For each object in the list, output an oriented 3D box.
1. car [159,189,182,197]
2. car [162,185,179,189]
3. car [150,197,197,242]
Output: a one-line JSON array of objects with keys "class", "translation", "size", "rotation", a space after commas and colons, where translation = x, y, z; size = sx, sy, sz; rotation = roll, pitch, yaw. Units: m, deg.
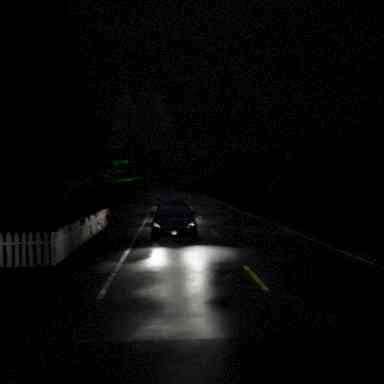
[{"class": "car", "translation": [-1.542, 0.838, 24.895], "size": [1.882, 1.535, 5.008], "rotation": [-1, 2, -4]}, {"class": "car", "translation": [-2.285, 0.273, 35.365], "size": [2.150, 2.045, 5.566], "rotation": [-1, 2, -4]}, {"class": "car", "translation": [-0.822, 1.183, 14.745], "size": [1.812, 1.442, 4.674], "rotation": [-1, 2, -4]}]
